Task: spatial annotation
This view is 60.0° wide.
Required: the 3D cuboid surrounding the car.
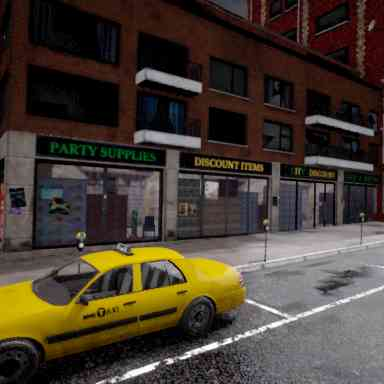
[{"bbox_3d":[-1.309,1.526,5.138,4.829,1.417,1.752,0,2,-35],"label":"car"}]
